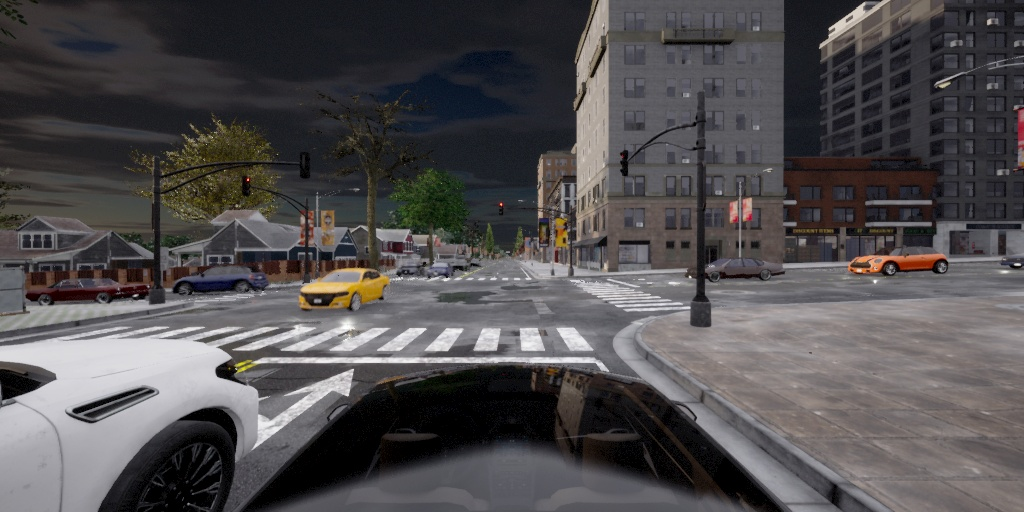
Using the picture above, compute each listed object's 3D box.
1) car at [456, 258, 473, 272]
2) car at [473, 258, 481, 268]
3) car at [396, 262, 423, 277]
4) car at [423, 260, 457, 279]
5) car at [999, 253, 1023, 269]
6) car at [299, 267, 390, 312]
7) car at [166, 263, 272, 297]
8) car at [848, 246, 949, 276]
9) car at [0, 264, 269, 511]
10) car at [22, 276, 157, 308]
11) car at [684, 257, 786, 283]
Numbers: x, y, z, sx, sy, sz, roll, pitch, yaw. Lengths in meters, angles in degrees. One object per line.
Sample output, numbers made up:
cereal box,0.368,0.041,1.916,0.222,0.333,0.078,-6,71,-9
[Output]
car,-6.634,1.133,46.364,2.097,1.767,4.553,0,0,0
car,-6.615,1.176,62.985,2.097,1.767,4.553,0,0,0
car,-9.876,1.329,35.378,1.994,1.385,4.181,0,0,0
car,-6.622,1.289,33.442,1.812,1.442,4.674,0,0,0
car,33.568,0.038,21.934,5.357,1.411,2.033,-2,0,0
car,-6.601,1.258,14.685,1.882,1.535,5.008,0,0,0
car,-17.700,1.414,21.916,4.553,1.767,2.097,-2,0,-8
car,23.428,0.218,21.902,4.553,1.767,2.097,-2,0,0
car,-3.146,0.972,0.537,2.150,2.045,5.566,0,0,0
car,-21.637,1.806,18.517,4.718,1.301,1.895,-2,0,0
car,13.509,0.793,21.871,5.357,1.411,2.033,-2,0,0
